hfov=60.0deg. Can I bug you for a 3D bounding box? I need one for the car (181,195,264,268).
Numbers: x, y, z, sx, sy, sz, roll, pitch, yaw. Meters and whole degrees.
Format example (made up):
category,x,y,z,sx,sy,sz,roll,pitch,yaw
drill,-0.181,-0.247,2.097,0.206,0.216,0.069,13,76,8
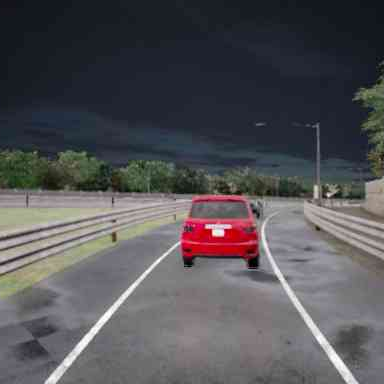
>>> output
category,x,y,z,sx,sy,sz,roll,pitch,yaw
car,1.029,1.114,11.110,2.150,2.045,5.566,0,0,8
